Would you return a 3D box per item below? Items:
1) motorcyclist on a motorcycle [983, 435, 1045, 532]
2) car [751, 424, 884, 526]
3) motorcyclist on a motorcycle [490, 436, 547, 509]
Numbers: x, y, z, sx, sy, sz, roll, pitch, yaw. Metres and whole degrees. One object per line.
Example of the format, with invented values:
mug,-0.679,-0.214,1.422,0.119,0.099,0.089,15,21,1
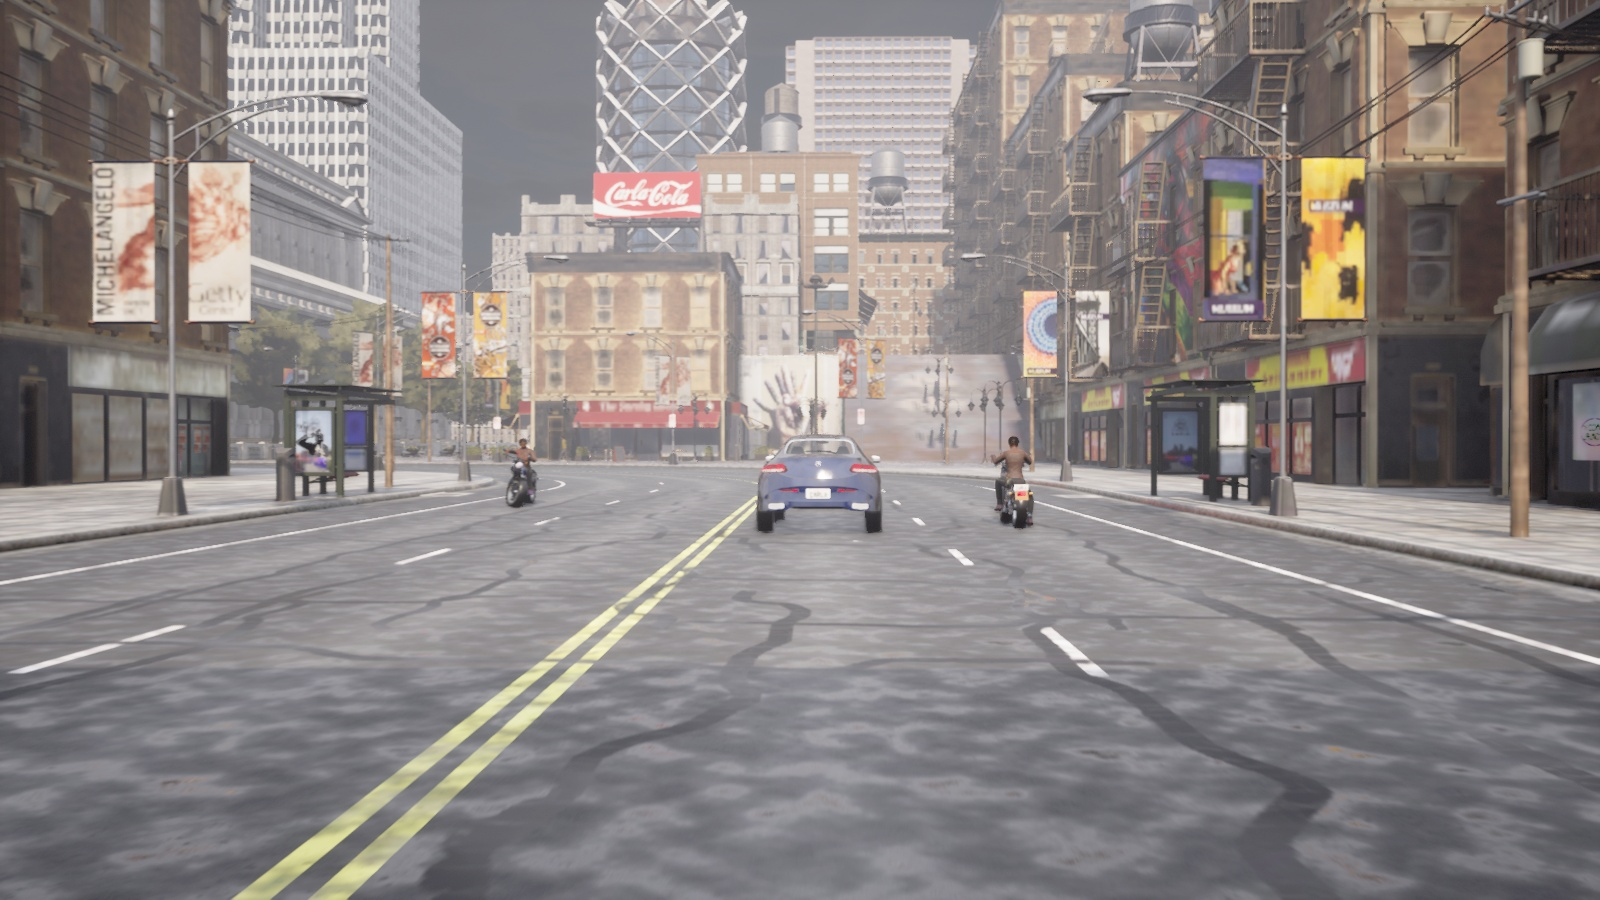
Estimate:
motorcyclist on a motorcycle,3.801,0.561,22.488,0.766,1.649,2.350,0,0,1
car,0.394,0.384,22.819,2.152,1.651,5.027,0,0,2
motorcyclist on a motorcycle,-6.612,0.506,29.637,0.766,1.649,2.350,0,1,1
